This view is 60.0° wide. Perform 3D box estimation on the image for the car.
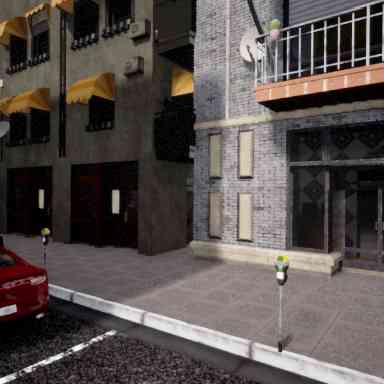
[{"bbox_3d":[-4.420,1.545,6.025,4.507,1.381,1.887,0,1,36],"label":"car"}]
